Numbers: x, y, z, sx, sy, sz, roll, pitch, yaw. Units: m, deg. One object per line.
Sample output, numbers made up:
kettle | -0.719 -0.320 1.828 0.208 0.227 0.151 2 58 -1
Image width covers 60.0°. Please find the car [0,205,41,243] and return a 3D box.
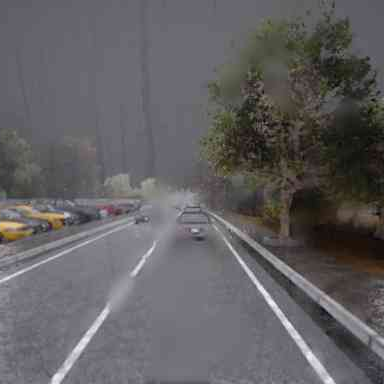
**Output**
car | -10.148 1.548 15.187 5.366 1.575 1.946 0 -1 0

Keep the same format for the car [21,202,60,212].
car | -23.395 2.336 51.418 5.008 1.535 2.097 0 -1 0

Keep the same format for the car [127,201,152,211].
car | -10.269 2.719 65.110 4.553 1.767 2.185 0 -2 0

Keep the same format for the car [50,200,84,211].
car | -23.354 2.486 62.356 5.566 2.045 2.435 0 -2 0

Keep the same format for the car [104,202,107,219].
car | -10.354 1.850 29.049 4.792 1.488 2.163 0 -1 0

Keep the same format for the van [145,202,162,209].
van | -10.401 3.596 90.080 4.442 1.987 1.878 0 -2 0

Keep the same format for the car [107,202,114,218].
car | -10.325 1.925 31.824 4.674 1.452 2.002 0 -1 0

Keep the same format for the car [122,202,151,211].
car | -10.297 2.736 62.330 5.008 1.535 2.097 0 -2 0

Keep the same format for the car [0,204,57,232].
car | -10.337 1.592 17.955 4.892 1.521 2.231 0 -1 0

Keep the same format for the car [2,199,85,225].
car | -10.360 1.570 23.506 4.553 1.767 2.185 0 -1 0

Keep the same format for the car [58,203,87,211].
car | -23.375 2.850 65.239 5.008 1.535 2.097 0 -2 0

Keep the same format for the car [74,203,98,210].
car | -23.378 3.211 73.417 4.674 1.452 2.002 0 -2 0

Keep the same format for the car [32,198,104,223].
car | -10.298 1.506 26.280 5.566 2.045 2.435 0 -1 0

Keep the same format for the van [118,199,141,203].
van | -10.195 2.043 48.483 4.442 1.987 1.878 0 -1 0

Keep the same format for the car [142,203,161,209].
car | -10.259 3.634 84.522 4.792 1.488 2.163 0 -2 0

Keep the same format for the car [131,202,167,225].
car | -3.345 1.790 26.624 1.837 1.490 4.892 0 -1 0

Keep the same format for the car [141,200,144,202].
car | -10.339 2.362 51.258 4.792 1.488 2.163 0 -2 0

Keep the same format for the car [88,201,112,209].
car | -23.339 3.358 84.627 5.566 2.045 2.435 0 -2 0

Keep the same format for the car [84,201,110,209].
car | -23.341 3.250 81.859 5.566 2.045 2.435 0 -2 0

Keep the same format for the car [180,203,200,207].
car | 0.104 1.993 36.317 2.128 1.511 4.902 0 -1 0

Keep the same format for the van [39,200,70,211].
van | -23.502 2.300 56.944 4.442 1.987 1.878 0 -2 0

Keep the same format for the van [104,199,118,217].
van | -10.438 1.723 34.605 4.442 1.987 1.878 0 -1 0

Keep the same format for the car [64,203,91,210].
car | -23.376 2.999 68.007 4.674 1.452 2.002 0 -2 0

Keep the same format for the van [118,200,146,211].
van | -10.190 2.294 56.791 4.442 1.987 1.878 0 -2 0

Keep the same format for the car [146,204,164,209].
car | -10.312 3.960 92.845 4.792 1.488 2.163 0 -2 0

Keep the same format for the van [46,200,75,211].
van | -23.501 2.403 59.587 4.442 1.987 1.878 0 -2 0

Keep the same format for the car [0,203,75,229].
car | -10.336 1.639 20.727 5.008 1.535 2.097 0 -1 0

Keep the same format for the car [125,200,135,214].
car | -10.285 2.170 42.925 4.792 1.488 2.163 0 -1 0

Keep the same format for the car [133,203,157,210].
car | -10.289 3.172 73.427 4.892 1.521 2.231 0 -2 0

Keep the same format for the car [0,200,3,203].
car | -23.394 2.017 37.571 5.008 1.535 2.097 0 -1 0

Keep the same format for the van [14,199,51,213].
van | -23.275 2.047 48.653 4.442 1.987 1.878 0 -1 0

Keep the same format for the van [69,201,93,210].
van | -23.493 2.837 70.659 4.442 1.987 1.878 0 -2 0

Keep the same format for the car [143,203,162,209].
car | -10.257 3.743 87.296 4.792 1.488 2.163 0 -2 0

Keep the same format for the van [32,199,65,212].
van | -23.271 2.187 54.043 4.442 1.987 1.878 0 -2 0

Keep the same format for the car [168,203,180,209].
car | -3.265 2.990 67.946 1.837 1.490 4.892 0 -2 0

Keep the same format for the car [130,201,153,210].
car | -10.268 2.828 67.884 4.553 1.767 2.185 0 -2 0

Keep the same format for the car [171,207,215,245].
car | 0.101 1.651 16.058 2.033 1.411 5.357 0 -1 0

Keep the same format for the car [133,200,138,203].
car | -10.316 2.244 45.701 4.674 1.452 2.002 0 -1 0

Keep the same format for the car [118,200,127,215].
car | -10.324 2.012 37.376 5.008 1.535 2.097 0 -1 0
